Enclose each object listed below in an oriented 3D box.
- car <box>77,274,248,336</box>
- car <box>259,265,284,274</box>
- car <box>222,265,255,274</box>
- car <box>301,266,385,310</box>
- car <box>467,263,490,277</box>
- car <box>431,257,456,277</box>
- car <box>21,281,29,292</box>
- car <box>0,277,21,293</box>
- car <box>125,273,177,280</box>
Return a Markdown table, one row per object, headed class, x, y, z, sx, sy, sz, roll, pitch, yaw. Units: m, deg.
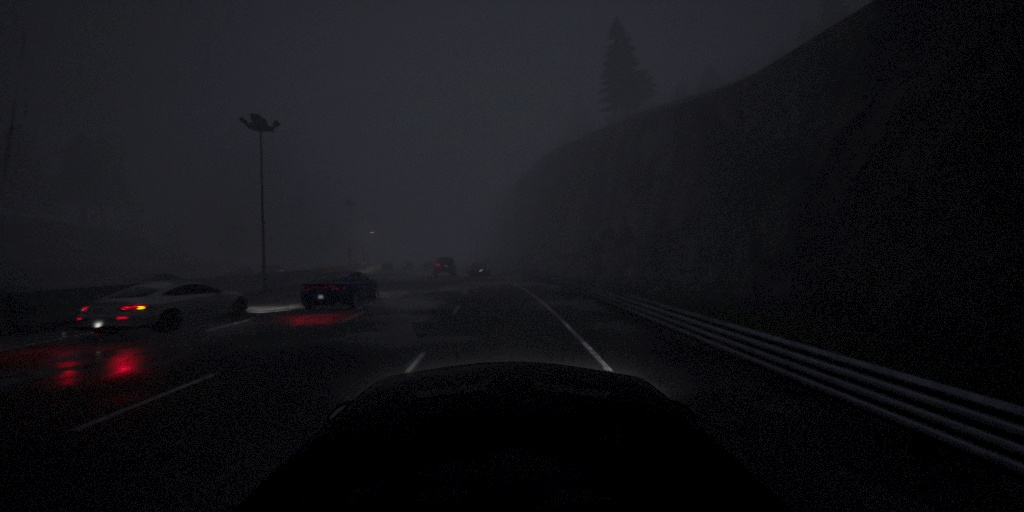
| class | x | y | z | sx | sy | sz | roll | pitch | yaw |
| --- | --- | --- | --- | --- | --- | --- | --- | --- | --- |
| car | -10.734 | 1.518 | 11.490 | 1.812 | 1.442 | 4.674 | -1 | 0 | -3 |
| car | -31.624 | 1.974 | 47.344 | 1.837 | 1.490 | 4.892 | -1 | 0 | -17 |
| car | -34.939 | 2.023 | 46.223 | 1.882 | 1.535 | 5.008 | -1 | 0 | -17 |
| car | -7.470 | 1.399 | 16.053 | 1.882 | 1.535 | 5.008 | -1 | 0 | -5 |
| car | -3.478 | 1.404 | 37.126 | 1.994 | 1.385 | 4.181 | -1 | 0 | -12 |
| car | -7.379 | 1.149 | 39.248 | 2.150 | 2.045 | 5.566 | -1 | 0 | -14 |
| car | -32.919 | 2.017 | 21.915 | 1.812 | 1.442 | 4.674 | -1 | 0 | -7 |
| car | -25.206 | 1.824 | 15.259 | 1.837 | 1.490 | 4.892 | -1 | -1 | -5 |
| car | -22.444 | 1.784 | 22.233 | 1.812 | 1.442 | 4.674 | -1 | 0 | -7 |
